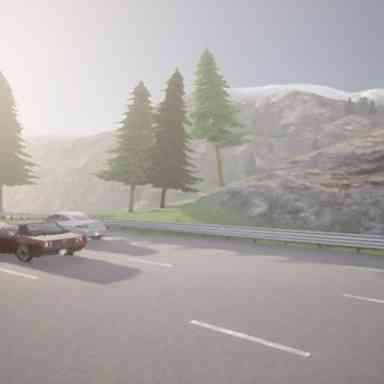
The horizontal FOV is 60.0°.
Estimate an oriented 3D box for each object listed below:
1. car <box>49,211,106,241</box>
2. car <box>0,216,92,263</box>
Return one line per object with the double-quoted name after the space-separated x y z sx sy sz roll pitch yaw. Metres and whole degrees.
-6.360 1.706 16.717 4.674 1.442 1.812 0 -1 33 "car"
-6.191 1.722 12.436 4.718 1.301 1.895 0 -1 34 "car"
